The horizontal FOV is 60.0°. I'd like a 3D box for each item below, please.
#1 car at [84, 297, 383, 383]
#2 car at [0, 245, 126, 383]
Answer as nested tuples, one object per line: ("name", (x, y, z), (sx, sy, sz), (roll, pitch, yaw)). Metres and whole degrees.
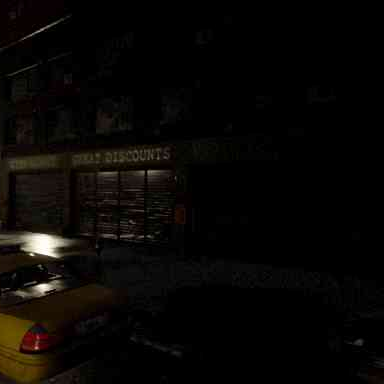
("car", (1.628, 1.551, 1.922), (4.403, 1.369, 2.008), (0, 1, 36))
("car", (-3.056, 1.524, 5.267), (4.829, 1.417, 1.752), (0, 1, 36))
